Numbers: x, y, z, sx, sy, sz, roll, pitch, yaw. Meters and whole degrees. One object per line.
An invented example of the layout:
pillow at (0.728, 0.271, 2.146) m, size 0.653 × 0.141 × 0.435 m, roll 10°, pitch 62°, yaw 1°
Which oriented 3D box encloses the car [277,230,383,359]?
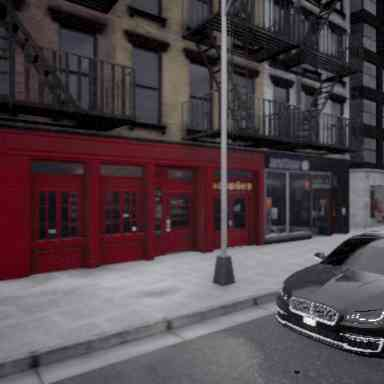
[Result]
car at (3.576, 1.505, 5.927) m, size 4.892 × 1.490 × 1.837 m, roll 0°, pitch 0°, yaw -35°
